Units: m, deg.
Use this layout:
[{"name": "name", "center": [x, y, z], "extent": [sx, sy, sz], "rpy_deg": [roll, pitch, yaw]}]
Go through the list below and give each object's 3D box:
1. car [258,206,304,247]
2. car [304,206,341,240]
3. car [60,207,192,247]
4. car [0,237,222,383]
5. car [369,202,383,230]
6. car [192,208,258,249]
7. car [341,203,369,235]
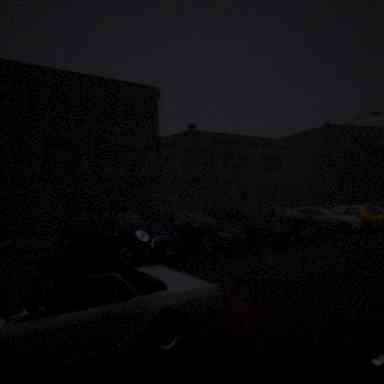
[{"name": "car", "center": [2.244, 1.515, 15.163], "extent": [4.792, 1.488, 2.163], "rpy_deg": [-1, -1, 35]}, {"name": "car", "center": [4.603, 1.488, 16.893], "extent": [4.892, 1.521, 2.231], "rpy_deg": [-1, -1, 34]}, {"name": "car", "center": [-2.583, 1.360, 11.792], "extent": [4.553, 1.767, 2.185], "rpy_deg": [-1, -1, 35]}, {"name": "car", "center": [-1.952, 1.601, 4.442], "extent": [4.718, 1.301, 1.895], "rpy_deg": [0, 0, -35]}, {"name": "car", "center": [9.227, 1.488, 20.391], "extent": [5.366, 1.575, 1.946], "rpy_deg": [-1, -1, 35]}, {"name": "car", "center": [-0.174, 1.486, 13.478], "extent": [4.892, 1.521, 2.231], "rpy_deg": [-1, -1, 35]}, {"name": "car", "center": [6.993, 1.528, 18.589], "extent": [4.674, 1.452, 2.002], "rpy_deg": [-1, -1, 35]}]
